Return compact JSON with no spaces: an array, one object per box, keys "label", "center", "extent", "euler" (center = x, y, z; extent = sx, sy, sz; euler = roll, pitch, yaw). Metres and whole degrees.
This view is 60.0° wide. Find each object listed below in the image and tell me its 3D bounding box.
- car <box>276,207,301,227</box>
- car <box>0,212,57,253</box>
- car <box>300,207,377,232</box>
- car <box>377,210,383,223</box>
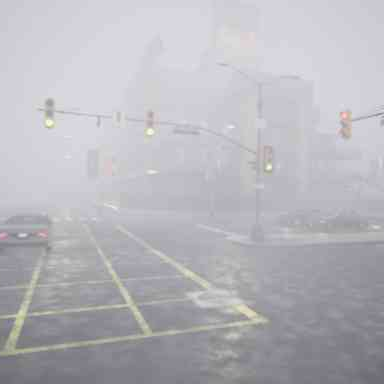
[{"label":"car","center":[9.061,1.974,26.684],"extent":[4.892,1.490,1.837],"euler":[2,-1,-21]},{"label":"car","center":[-6.676,1.524,13.700],"extent":[2.033,1.411,5.357],"euler":[2,-1,-21]},{"label":"car","center":[10.299,1.992,23.417],"extent":[4.674,1.442,1.812],"euler":[2,-1,-20]},{"label":"car","center":[18.188,2.262,30.083],"extent":[5.357,1.411,2.033],"euler":[2,-1,-20]}]
